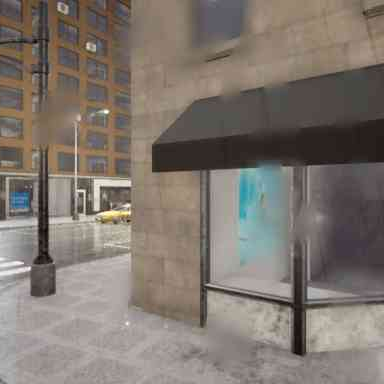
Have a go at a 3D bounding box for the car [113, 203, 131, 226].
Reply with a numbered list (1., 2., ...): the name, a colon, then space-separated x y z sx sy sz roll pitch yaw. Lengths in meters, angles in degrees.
1. car: -2.778 1.500 23.319 1.882 1.535 5.008 0 0 36

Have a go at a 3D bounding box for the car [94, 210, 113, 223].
1. car: -4.935 1.548 24.720 1.752 1.417 4.829 0 0 36
